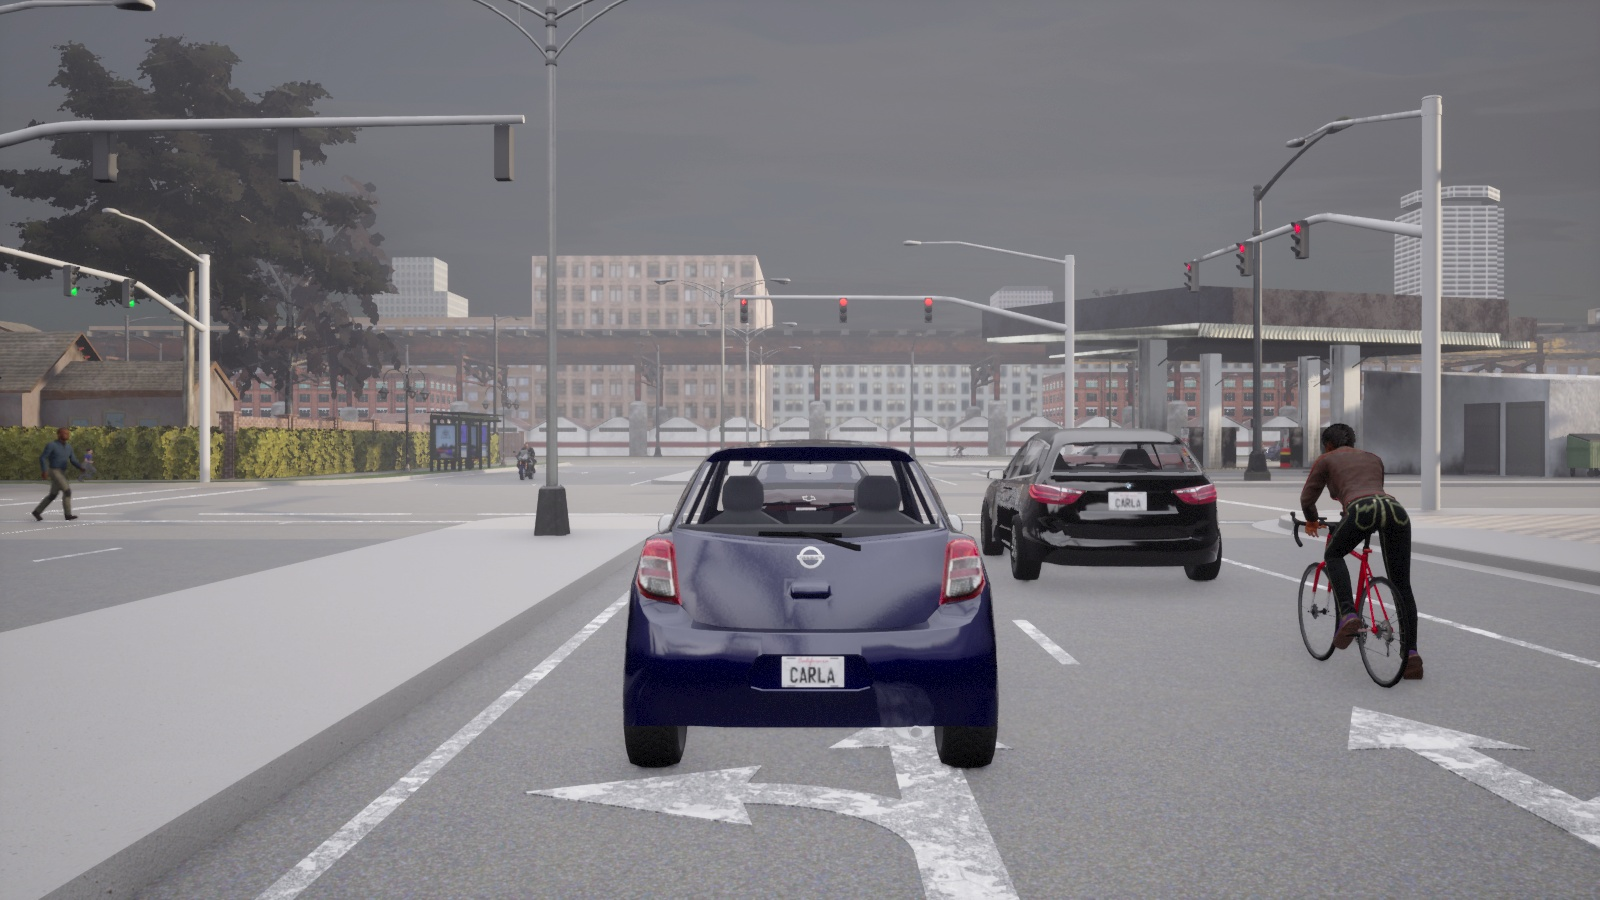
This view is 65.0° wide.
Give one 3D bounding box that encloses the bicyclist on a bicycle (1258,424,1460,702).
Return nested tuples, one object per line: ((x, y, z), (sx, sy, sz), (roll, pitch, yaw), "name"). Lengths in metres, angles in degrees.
((3.560, 0.656, 8.151), (0.582, 1.620, 1.656), (0, 0, 0), "bicyclist on a bicycle")

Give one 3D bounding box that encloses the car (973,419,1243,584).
((3.446, 0.508, 15.080), (2.242, 1.667, 4.611), (0, 0, 2), "car")

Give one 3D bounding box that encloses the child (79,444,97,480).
((-24.700, 0.416, 43.566), (0.437, 1.263, 0.270), (0, 0, 4), "child")

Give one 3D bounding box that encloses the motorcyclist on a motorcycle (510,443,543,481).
((-11.184, 0.482, 51.400), (0.866, 1.530, 2.191), (0, 0, 0), "motorcyclist on a motorcycle")

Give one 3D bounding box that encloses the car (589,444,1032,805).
((0.056, 0.721, 7.057), (1.845, 1.501, 3.633), (0, 0, 0), "car")

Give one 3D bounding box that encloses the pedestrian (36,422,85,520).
((-14.060, 0.392, 23.875), (0.726, 1.835, 0.370), (0, 0, 4), "pedestrian")
